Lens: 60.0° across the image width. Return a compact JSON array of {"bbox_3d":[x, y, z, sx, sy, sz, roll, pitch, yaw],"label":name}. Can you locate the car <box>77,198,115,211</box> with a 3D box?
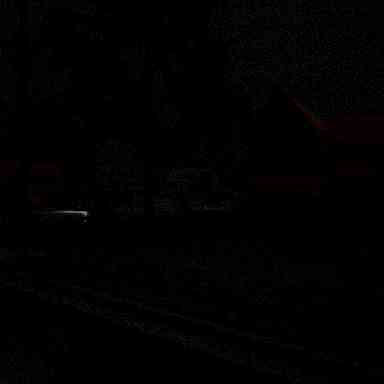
[{"bbox_3d":[-11.711,1.505,40.855,1.837,1.490,4.892,0,0,34],"label":"car"}]

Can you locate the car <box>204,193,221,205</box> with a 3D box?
[{"bbox_3d":[3.645,1.221,58.520,2.150,2.045,5.566,0,0,14],"label":"car"}]

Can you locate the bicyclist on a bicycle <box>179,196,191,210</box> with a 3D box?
[{"bbox_3d":[-0.832,1.224,38.252,1.656,1.620,0.582,0,0,34],"label":"bicyclist on a bicycle"}]

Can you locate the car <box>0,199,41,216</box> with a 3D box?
[{"bbox_3d":[-17.363,1.505,32.522,1.837,1.490,4.892,0,0,34],"label":"car"}]
